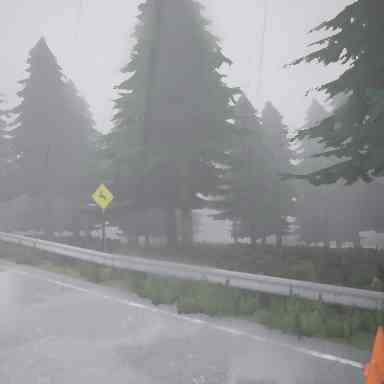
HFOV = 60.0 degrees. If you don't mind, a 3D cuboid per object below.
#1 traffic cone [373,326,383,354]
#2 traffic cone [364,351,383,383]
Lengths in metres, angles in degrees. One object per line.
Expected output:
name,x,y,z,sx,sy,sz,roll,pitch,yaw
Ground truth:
traffic cone,2.330,1.956,4.106,0.340,0.580,0.340,0,0,34
traffic cone,1.786,1.956,3.269,0.340,0.580,0.340,0,0,33
